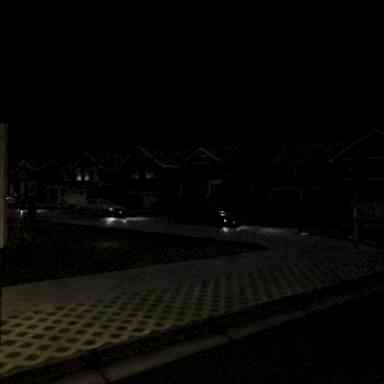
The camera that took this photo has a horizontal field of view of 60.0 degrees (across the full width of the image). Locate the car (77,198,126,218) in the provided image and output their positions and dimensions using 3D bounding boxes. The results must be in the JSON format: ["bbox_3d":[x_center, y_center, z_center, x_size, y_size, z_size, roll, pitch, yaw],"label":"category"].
[{"bbox_3d":[-7.452,1.268,27.116,4.674,1.442,1.812,1,0,35],"label":"car"}]

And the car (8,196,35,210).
[{"bbox_3d":[-18.137,1.115,34.461,4.181,1.385,1.994,1,0,34],"label":"car"}]

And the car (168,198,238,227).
[{"bbox_3d":[0.715,1.239,21.508,4.553,1.767,2.097,1,0,35],"label":"car"}]
